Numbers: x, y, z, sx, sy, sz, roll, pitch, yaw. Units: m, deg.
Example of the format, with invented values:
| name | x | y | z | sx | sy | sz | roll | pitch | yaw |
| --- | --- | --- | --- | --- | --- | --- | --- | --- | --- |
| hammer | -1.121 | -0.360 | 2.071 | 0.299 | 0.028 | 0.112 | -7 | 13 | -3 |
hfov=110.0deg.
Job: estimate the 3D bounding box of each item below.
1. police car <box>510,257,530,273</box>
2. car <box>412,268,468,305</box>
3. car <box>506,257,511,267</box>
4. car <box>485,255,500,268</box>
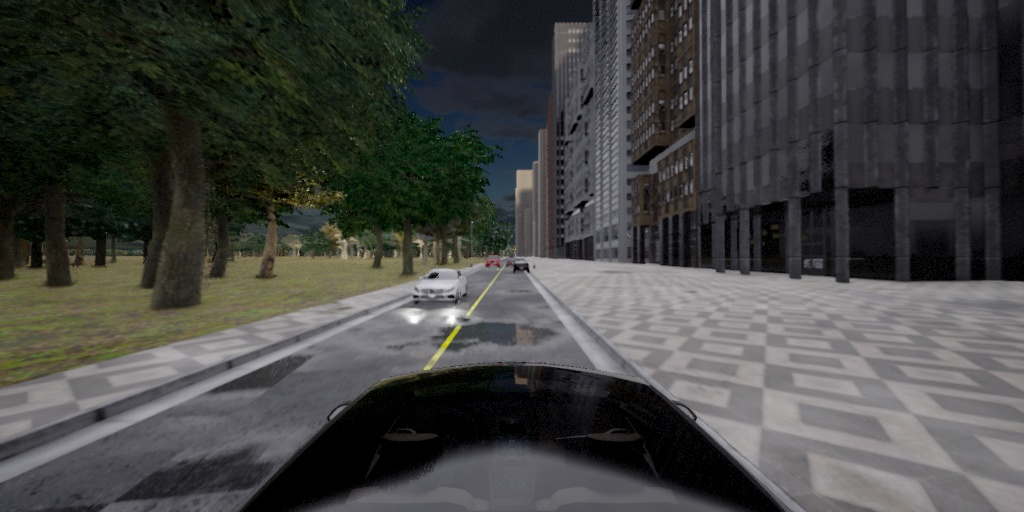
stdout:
| name | x | y | z | sx | sy | sz | roll | pitch | yaw |
| --- | --- | --- | --- | --- | --- | --- | --- | --- | --- |
| police car | 1.074 | 1.139 | 42.381 | 1.930 | 1.638 | 5.238 | 0 | 0 | 0 |
| car | -3.090 | 1.272 | 16.198 | 1.812 | 1.442 | 4.674 | 0 | 0 | 0 |
| car | 0.035 | 1.014 | 61.833 | 2.097 | 1.767 | 4.553 | 0 | 0 | 0 |
| car | -3.021 | 0.891 | 57.404 | 2.150 | 2.045 | 5.566 | 0 | 0 | 1 |
